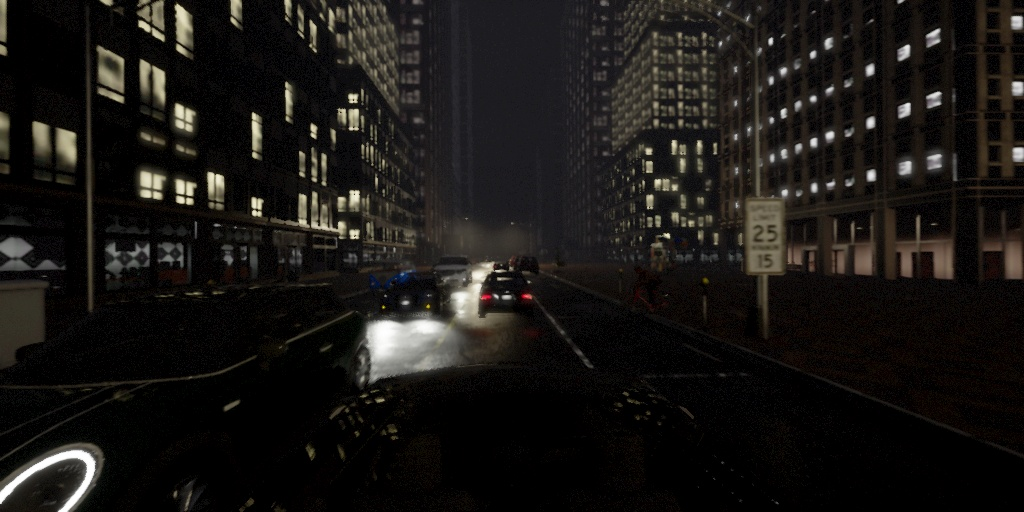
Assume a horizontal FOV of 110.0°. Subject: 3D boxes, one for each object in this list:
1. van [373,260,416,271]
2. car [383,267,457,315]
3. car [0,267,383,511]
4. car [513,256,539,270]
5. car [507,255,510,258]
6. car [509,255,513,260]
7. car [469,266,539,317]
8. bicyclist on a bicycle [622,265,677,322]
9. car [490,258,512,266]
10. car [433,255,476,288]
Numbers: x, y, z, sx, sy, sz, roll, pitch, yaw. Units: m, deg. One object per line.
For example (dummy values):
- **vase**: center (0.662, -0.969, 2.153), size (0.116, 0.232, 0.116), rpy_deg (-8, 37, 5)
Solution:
- **van**: center (-6.243, 1.093, 19.095), size (1.690, 1.789, 3.998), rpy_deg (0, 0, -2)
- **car**: center (-3.460, 1.308, 13.472), size (1.994, 1.385, 4.181), rpy_deg (-1, 0, -2)
- **car**: center (-3.099, 1.127, 3.527), size (2.097, 1.767, 4.553), rpy_deg (-1, 0, -3)
- **car**: center (1.554, 0.930, 35.994), size (2.192, 1.841, 5.009), rpy_deg (0, 0, -2)
- **car**: center (0.784, 0.857, 58.139), size (2.192, 1.841, 5.009), rpy_deg (0, 0, -2)
- **car**: center (1.168, 0.894, 47.067), size (2.192, 1.841, 5.009), rpy_deg (0, 0, -2)
- **car**: center (-0.235, 1.260, 13.079), size (2.033, 1.411, 5.357), rpy_deg (-1, 0, -2)
- **bicyclist on a bicycle**: center (3.941, 1.042, 10.491), size (1.656, 1.620, 0.582), rpy_deg (-10, 1, -2)
- **car**: center (-1.259, 1.222, 42.193), size (1.895, 1.301, 4.718), rpy_deg (-1, 0, -2)
- **car**: center (-3.816, 0.933, 23.716), size (2.150, 2.045, 5.566), rpy_deg (-1, 0, -2)
